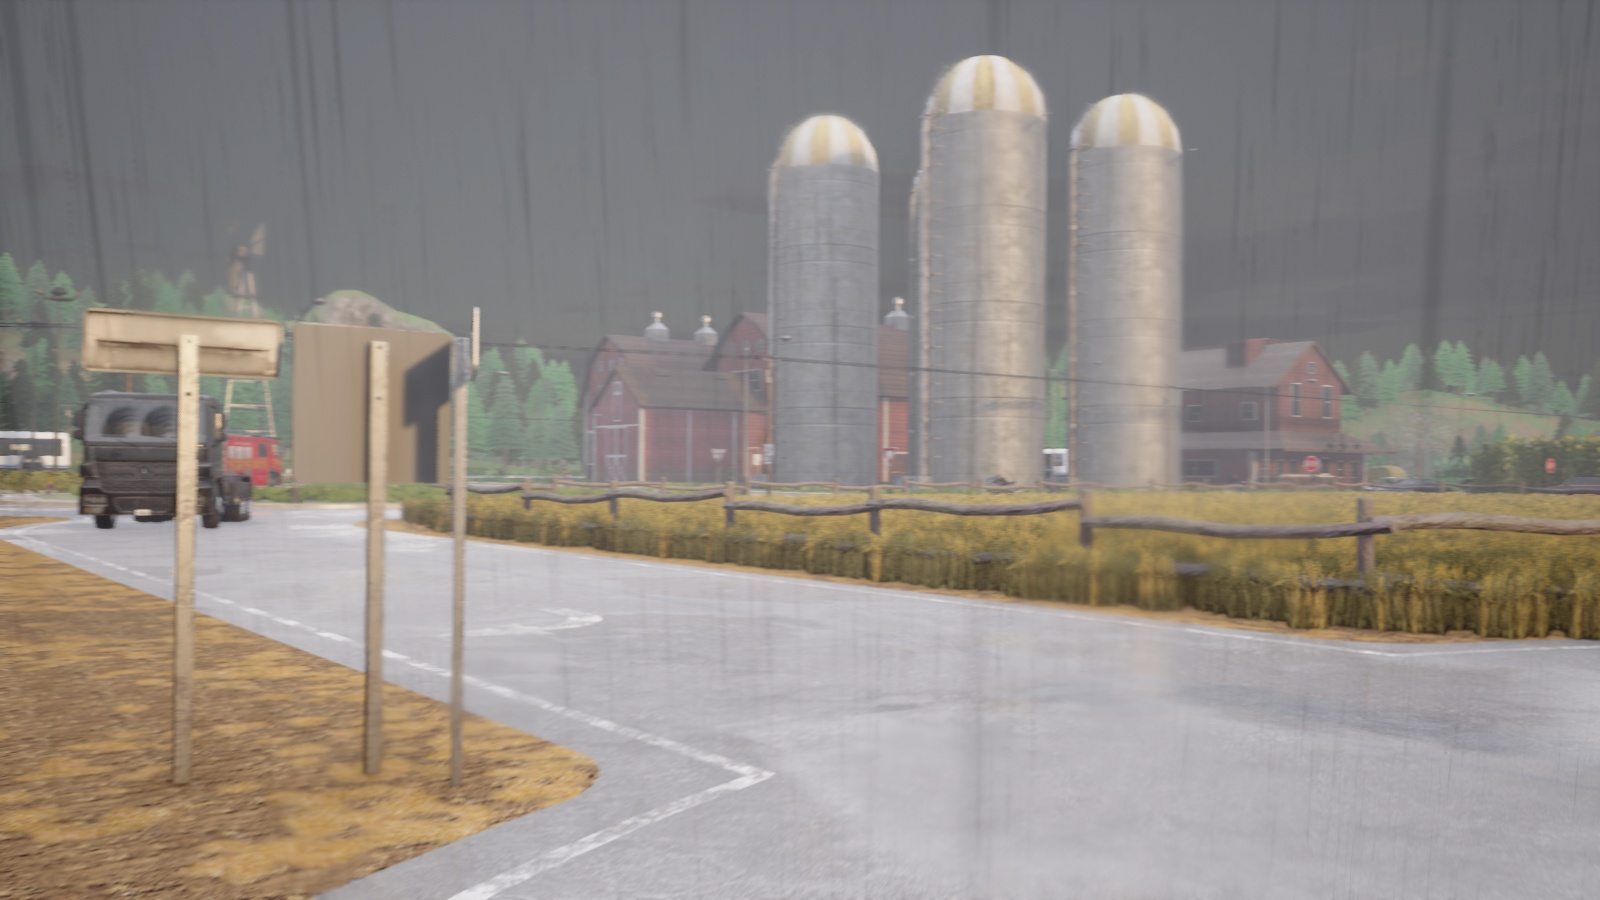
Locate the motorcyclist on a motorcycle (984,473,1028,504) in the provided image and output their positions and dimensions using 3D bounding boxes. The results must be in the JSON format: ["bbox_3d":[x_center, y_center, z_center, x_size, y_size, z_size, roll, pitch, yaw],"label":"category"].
[{"bbox_3d":[10.280,1.907,62.570,2.191,1.530,0.866,1,-1,-35],"label":"motorcyclist on a motorcycle"}]

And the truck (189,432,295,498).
[{"bbox_3d":[-34.189,0.946,77.338,2.891,3.827,8.468,0,-1,-1],"label":"truck"}]

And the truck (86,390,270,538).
[{"bbox_3d":[-16.358,0.398,33.641,2.891,3.462,7.936,0,-1,-15],"label":"truck"}]

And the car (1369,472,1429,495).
[{"bbox_3d":[39.657,2.192,83.182,3.806,1.475,1.970,1,-1,-35],"label":"car"}]

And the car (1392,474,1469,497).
[{"bbox_3d":[39.632,2.201,78.887,5.357,1.411,2.033,1,-1,-35],"label":"car"}]

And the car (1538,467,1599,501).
[{"bbox_3d":[41.919,1.801,66.343,2.097,1.767,4.553,1,-1,-35],"label":"car"}]
